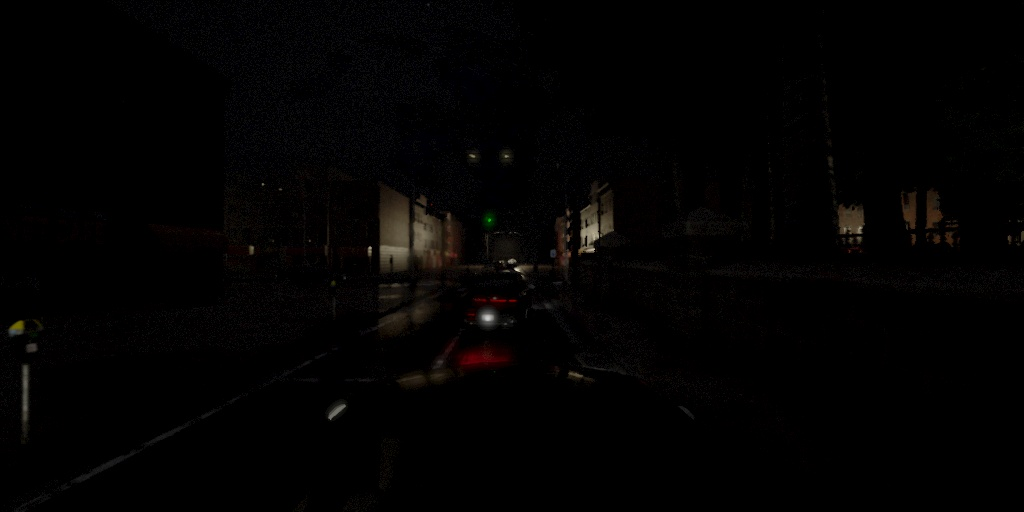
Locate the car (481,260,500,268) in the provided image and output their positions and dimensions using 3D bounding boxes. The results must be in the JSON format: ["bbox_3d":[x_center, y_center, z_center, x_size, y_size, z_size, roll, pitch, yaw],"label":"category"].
[{"bbox_3d":[-2.613,1.520,41.395,1.751,1.417,4.829,0,0,0],"label":"car"}]

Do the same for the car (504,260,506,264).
[{"bbox_3d":[-2.598,1.700,63.372,1.948,1.339,4.313,0,0,0],"label":"car"}]

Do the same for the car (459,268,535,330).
[{"bbox_3d":[-0.372,1.313,11.450,1.837,1.490,4.892,0,0,6],"label":"car"}]

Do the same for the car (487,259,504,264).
[{"bbox_3d":[-2.609,1.344,47.016,2.192,1.841,5.009,0,0,0],"label":"car"}]

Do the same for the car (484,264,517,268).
[{"bbox_3d":[-0.519,1.406,22.592,1.812,1.442,4.674,0,-1,-9],"label":"car"}]

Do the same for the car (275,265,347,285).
[{"bbox_3d":[-14.978,1.412,26.883,4.902,1.511,2.128,0,0,0],"label":"car"}]
